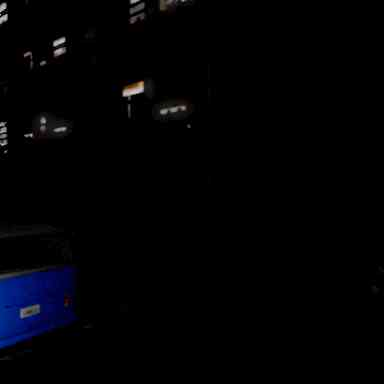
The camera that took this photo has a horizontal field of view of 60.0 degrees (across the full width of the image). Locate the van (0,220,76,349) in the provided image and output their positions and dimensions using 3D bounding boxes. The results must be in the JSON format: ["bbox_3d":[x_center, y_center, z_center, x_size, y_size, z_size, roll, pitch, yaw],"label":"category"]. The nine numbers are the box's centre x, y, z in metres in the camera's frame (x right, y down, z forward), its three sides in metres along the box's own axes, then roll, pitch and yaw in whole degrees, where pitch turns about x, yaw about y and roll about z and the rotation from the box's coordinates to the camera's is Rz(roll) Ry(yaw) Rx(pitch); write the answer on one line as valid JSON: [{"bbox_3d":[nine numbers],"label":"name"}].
[{"bbox_3d":[-3.645,1.340,5.483,3.998,1.788,1.690,0,0,36],"label":"van"}]

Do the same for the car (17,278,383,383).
[{"bbox_3d":[0.964,1.545,2.194,4.507,1.381,1.887,0,0,36],"label":"car"}]
